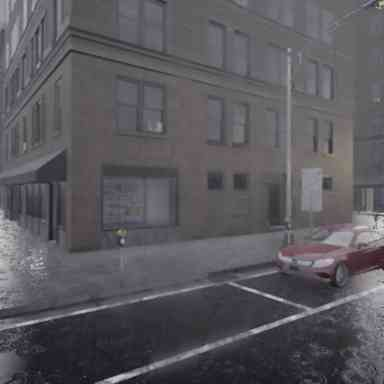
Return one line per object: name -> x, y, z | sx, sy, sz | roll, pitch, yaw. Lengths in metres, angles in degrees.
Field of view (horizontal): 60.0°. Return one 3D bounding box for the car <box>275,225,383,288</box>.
car -> 4.135, 1.585, 9.152 | 4.206, 1.307, 1.802 | 0, 0, -36
